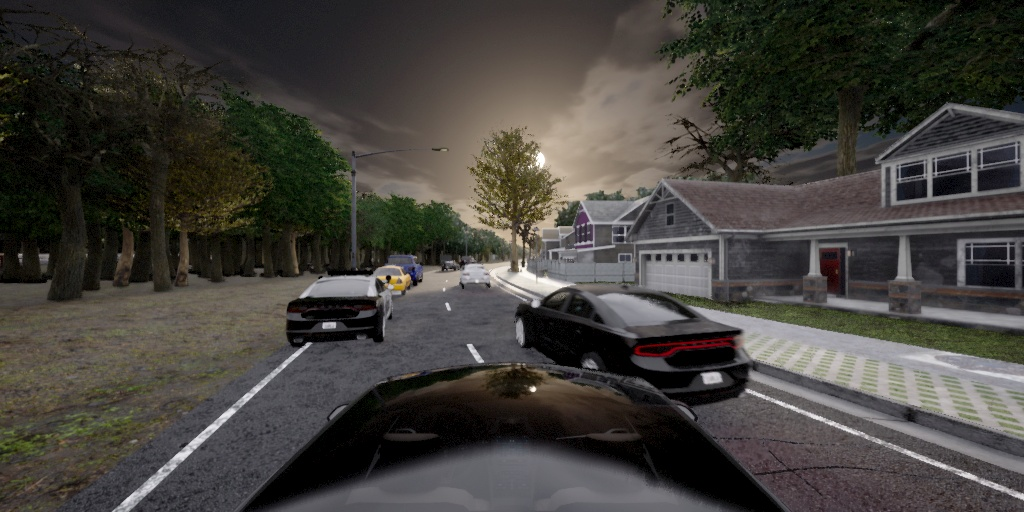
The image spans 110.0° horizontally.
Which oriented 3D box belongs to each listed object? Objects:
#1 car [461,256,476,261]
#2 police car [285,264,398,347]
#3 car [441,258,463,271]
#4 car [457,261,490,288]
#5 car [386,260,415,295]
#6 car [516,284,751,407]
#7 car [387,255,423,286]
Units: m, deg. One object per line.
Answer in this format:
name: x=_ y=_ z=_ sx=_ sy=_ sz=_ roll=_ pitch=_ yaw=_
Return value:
car: x=-7.780 y=1.053 z=63.751 sx=2.150 sy=2.045 sz=5.566 roll=0 pitch=0 yaw=4
police car: x=-4.282 y=1.175 z=9.611 sx=1.930 sy=1.638 sz=5.238 roll=0 pitch=0 yaw=-15
car: x=-8.217 y=1.269 z=48.117 sx=1.812 sy=1.442 sz=4.674 roll=0 pitch=0 yaw=0
car: x=-2.530 y=1.271 z=23.983 sx=1.812 sy=1.442 sz=4.674 roll=0 pitch=0 yaw=-10
car: x=-6.519 y=1.204 z=19.393 sx=1.801 sy=1.575 sz=5.366 roll=0 pitch=0 yaw=-11
car: x=1.532 y=1.227 z=6.410 sx=1.882 sy=1.535 sz=5.008 roll=0 pitch=0 yaw=-17
car: x=-7.524 y=0.972 z=25.117 sx=2.150 sy=2.045 sz=5.566 roll=0 pitch=0 yaw=-9
